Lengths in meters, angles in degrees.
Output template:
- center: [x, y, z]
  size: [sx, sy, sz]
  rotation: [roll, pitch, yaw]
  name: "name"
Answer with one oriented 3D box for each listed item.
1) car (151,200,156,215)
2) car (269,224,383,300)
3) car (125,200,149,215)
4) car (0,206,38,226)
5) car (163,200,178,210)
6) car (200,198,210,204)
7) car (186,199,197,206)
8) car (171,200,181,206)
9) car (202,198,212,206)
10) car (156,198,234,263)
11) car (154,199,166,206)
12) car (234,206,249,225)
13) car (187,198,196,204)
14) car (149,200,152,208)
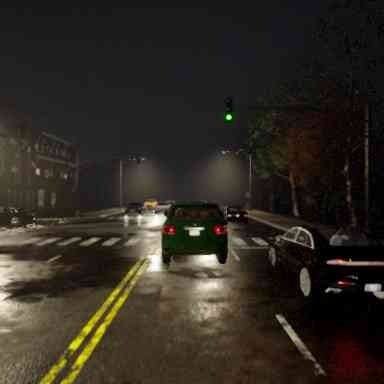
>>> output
- center: [-3.386, 1.902, 39.782]
  size: [1.812, 1.442, 4.674]
  rotation: [0, 0, 0]
  name: "car"
- center: [3.340, 1.574, 8.560]
  size: [2.128, 1.511, 4.902]
  rotation: [0, -1, 0]
  name: "car"
- center: [-6.664, 1.901, 39.625]
  size: [1.812, 1.442, 4.674]
  rotation: [0, 0, 1]
  name: "car"
- center: [-14.796, 1.887, 26.219]
  size: [4.892, 1.490, 1.837]
  rotation: [-1, -1, 3]
  name: "car"
- center: [-3.383, 1.997, 53.646]
  size: [2.128, 1.511, 4.902]
  rotation: [0, -1, 0]
  name: "car"
- center: [3.152, 2.131, 81.265]
  size: [2.033, 1.411, 5.357]
  rotation: [0, -1, 0]
  name: "car"
- center: [-0.086, 2.180, 70.841]
  size: [2.128, 1.511, 4.902]
  rotation: [0, -1, 0]
  name: "car"
- center: [-3.332, 2.240, 68.808]
  size: [1.895, 1.301, 4.718]
  rotation: [0, -1, 0]
  name: "car"
- center: [3.164, 2.133, 70.846]
  size: [1.882, 1.535, 5.008]
  rotation: [0, -1, 0]
  name: "car"
- center: [0.081, 1.342, 12.605]
  size: [2.150, 2.045, 5.566]
  rotation: [0, -1, 0]
  name: "car"
- center: [-6.582, 2.198, 69.003]
  size: [1.994, 1.385, 4.181]
  rotation: [0, -1, 0]
  name: "car"
- center: [3.319, 1.802, 26.742]
  size: [2.033, 1.411, 5.357]
  rotation: [0, -1, 0]
  name: "car"
- center: [-0.098, 2.131, 81.261]
  size: [2.033, 1.411, 5.357]
  rotation: [0, -1, 0]
  name: "car"
- center: [-6.629, 1.986, 54.101]
  size: [1.882, 1.535, 5.008]
  rotation: [0, -1, 0]
  name: "car"
